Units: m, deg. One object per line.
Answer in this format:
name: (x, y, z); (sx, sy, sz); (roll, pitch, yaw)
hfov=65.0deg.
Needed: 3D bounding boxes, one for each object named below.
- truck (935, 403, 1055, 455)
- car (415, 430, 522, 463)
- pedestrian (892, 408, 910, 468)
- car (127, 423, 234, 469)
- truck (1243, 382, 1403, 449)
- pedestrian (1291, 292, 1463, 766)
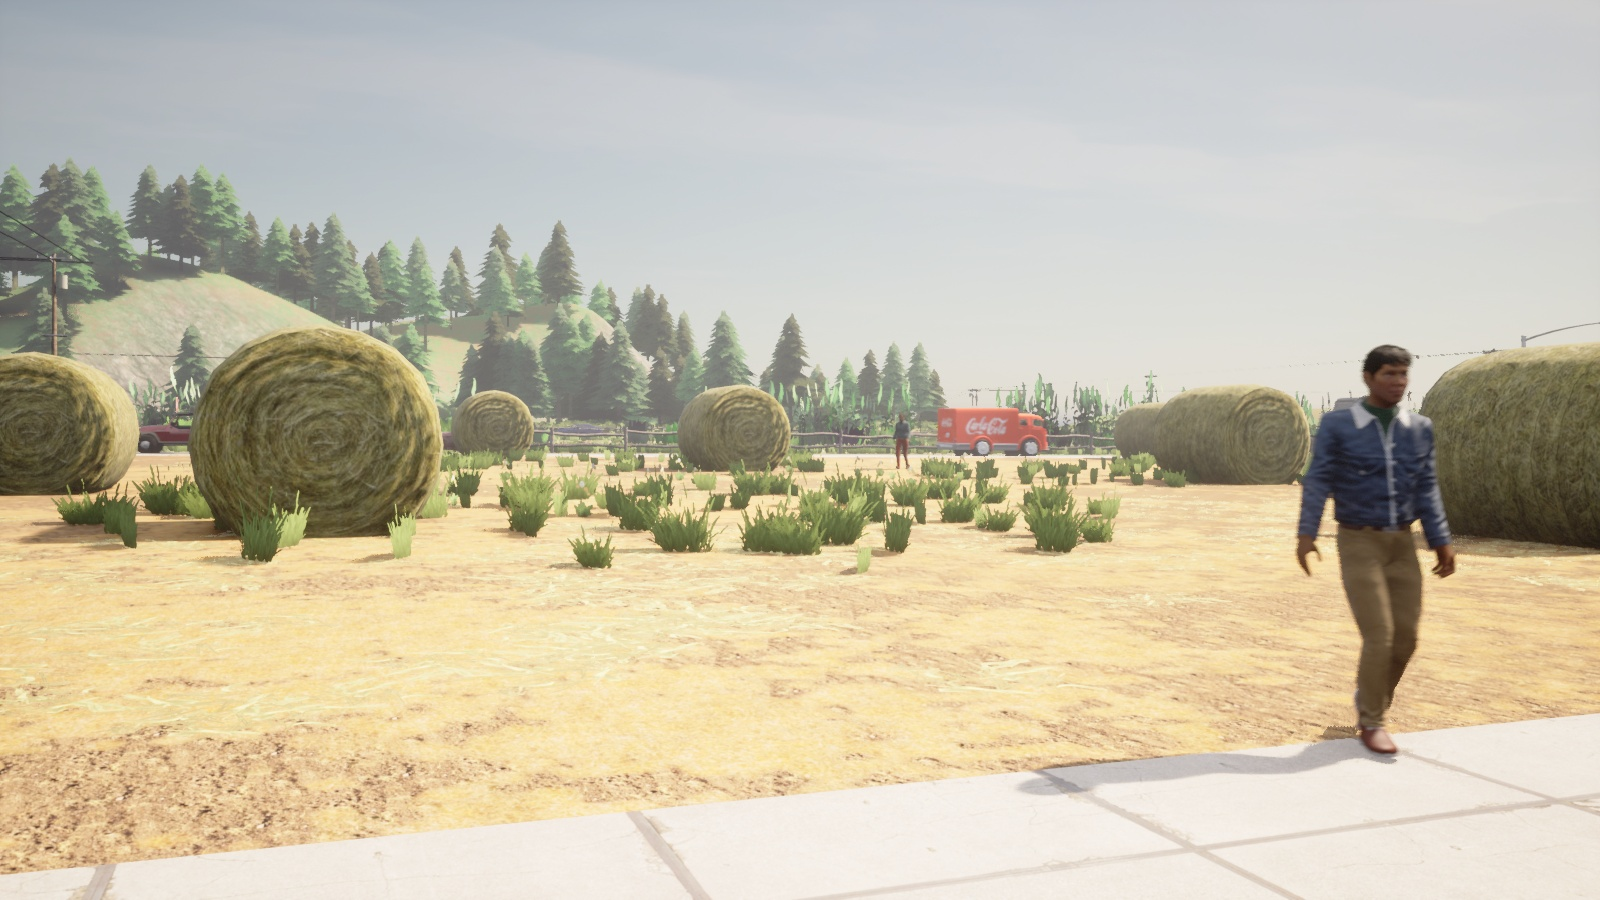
truck: (9.604, -1.041, 61.994); (5.204, 2.467, 2.627); (-1, 1, -17)
car: (-15.337, -0.171, 58.047); (4.674, 1.442, 1.812); (-1, 1, -17)
pedestrian: (3.182, -0.380, 39.541); (0.353, 1.847, 0.614); (0, 1, 24)
car: (-26.852, -0.203, 54.528); (3.866, 1.878, 1.905); (-1, 1, -17)
truck: (28.179, -1.856, 67.656); (7.936, 3.462, 2.891); (-1, 1, -17)
pedestrian: (2.530, 0.323, 5.561); (0.423, 1.949, 0.788); (-1, 1, 3)
